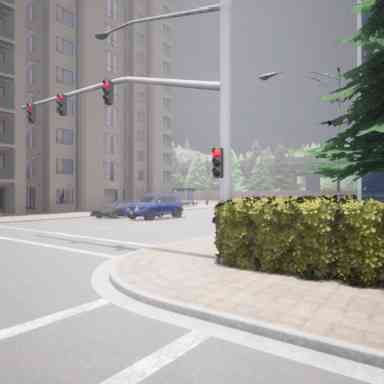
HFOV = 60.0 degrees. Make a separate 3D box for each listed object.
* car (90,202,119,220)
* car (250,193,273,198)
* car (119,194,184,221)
[{"bbox_3d":[-6.175,1.547,28.931,2.033,1.411,5.357,0,0,36],"label":"car"},{"bbox_3d":[9.008,1.218,43.581,2.150,2.045,5.566,0,0,36],"label":"car"},{"bbox_3d":[-2.968,1.221,27.386,2.150,2.045,5.566,0,0,36],"label":"car"}]
